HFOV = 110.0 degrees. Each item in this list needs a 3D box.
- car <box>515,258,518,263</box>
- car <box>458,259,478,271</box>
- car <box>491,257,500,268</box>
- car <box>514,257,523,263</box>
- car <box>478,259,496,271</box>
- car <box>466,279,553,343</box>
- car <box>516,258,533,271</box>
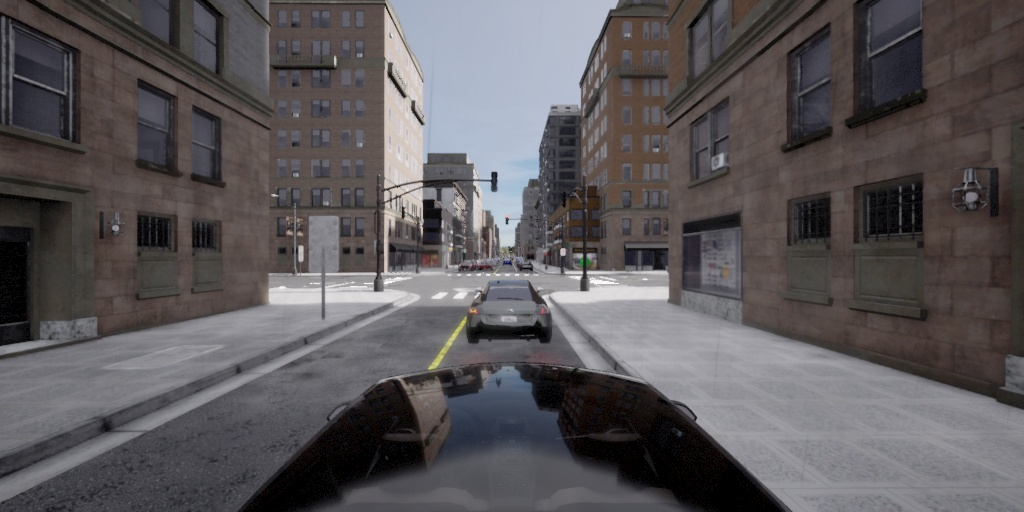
[{"bbox_3d":[1.809,1.383,59.730,1.802,1.307,4.207,0,0,0],"label":"car"},{"bbox_3d":[-6.125,1.223,48.643,1.967,1.591,4.097,0,0,0],"label":"car"},{"bbox_3d":[-3.677,1.374,64.485,1.994,1.385,4.181,0,0,0],"label":"car"},{"bbox_3d":[1.764,1.377,65.240,1.948,1.339,4.313,0,0,0],"label":"car"},{"bbox_3d":[-3.589,1.385,49.316,1.895,1.301,4.718,0,0,0],"label":"car"},{"bbox_3d":[-0.070,1.313,9.636,1.994,1.385,4.181,0,0,0],"label":"car"},{"bbox_3d":[1.899,1.349,48.708,1.948,1.339,4.313,0,0,0],"label":"car"}]
